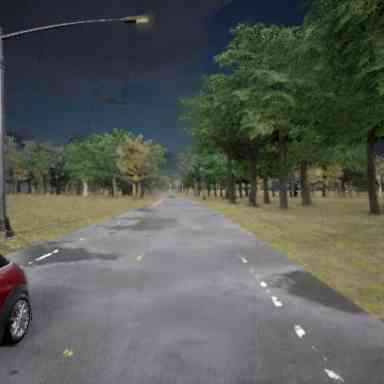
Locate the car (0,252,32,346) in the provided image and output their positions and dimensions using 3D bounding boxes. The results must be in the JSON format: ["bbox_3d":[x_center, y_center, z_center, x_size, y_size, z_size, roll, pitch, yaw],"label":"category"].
[{"bbox_3d":[-3.628,1.428,3.425,2.097,1.767,4.553,-1,0,0],"label":"car"}]
